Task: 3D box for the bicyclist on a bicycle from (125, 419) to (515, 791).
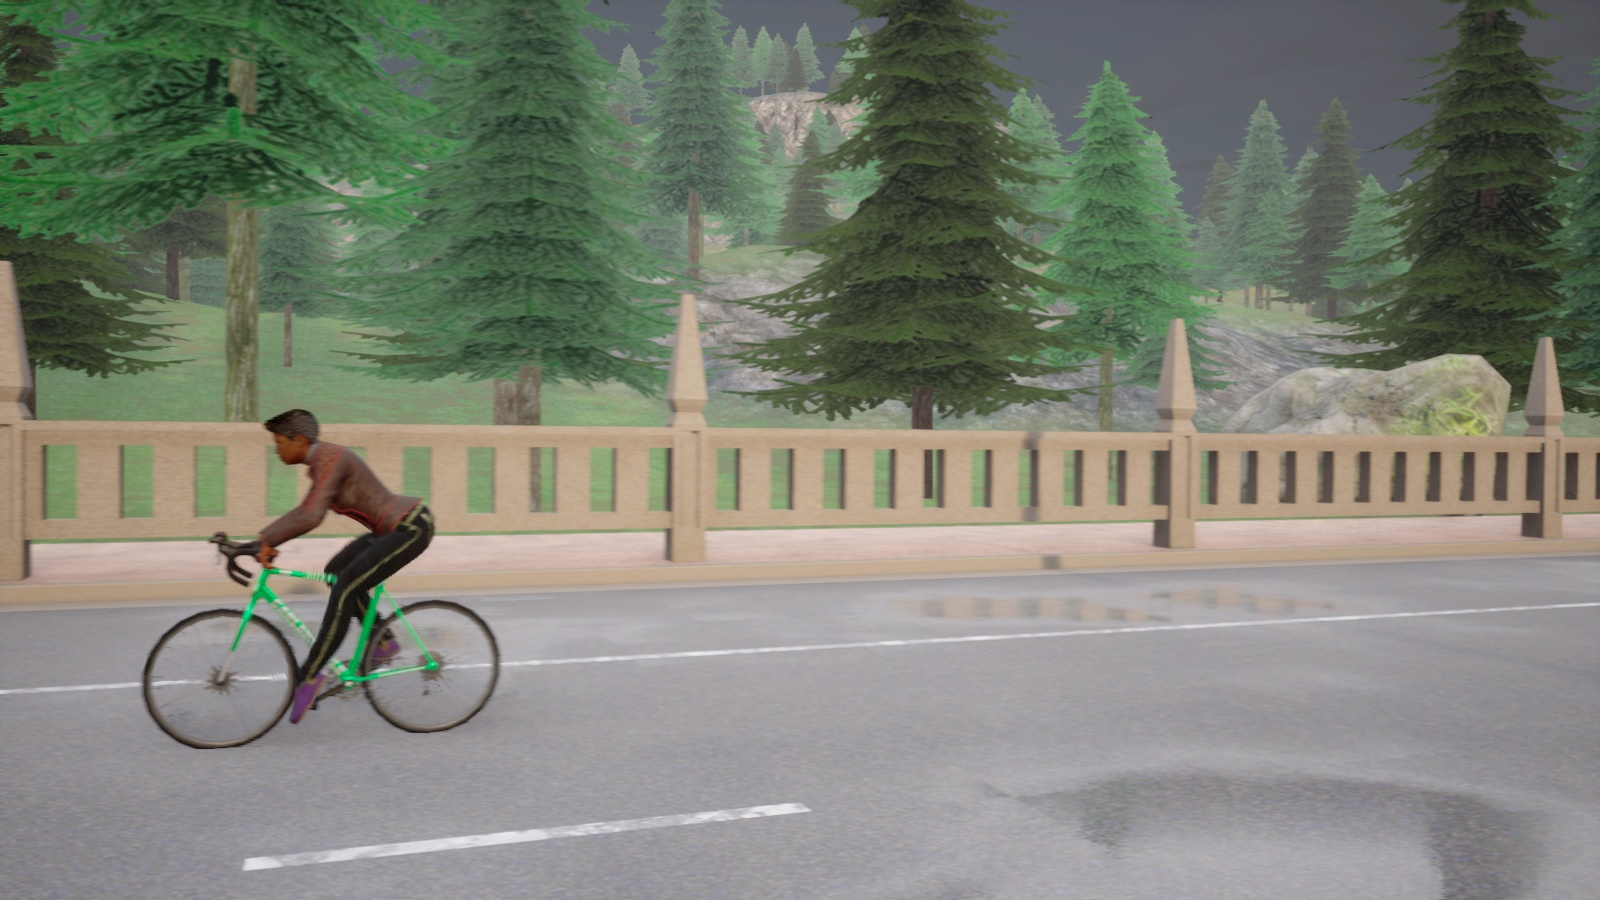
[{"bbox_3d":[-2.290,0.676,6.113,1.656,1.620,0.582,-1,1,-21],"label":"bicyclist on a bicycle"}]
